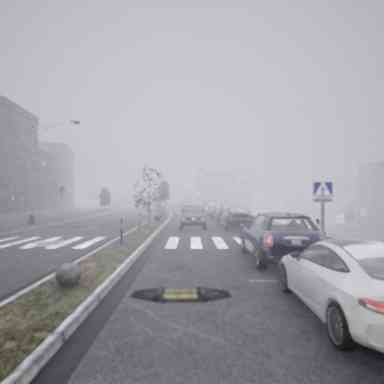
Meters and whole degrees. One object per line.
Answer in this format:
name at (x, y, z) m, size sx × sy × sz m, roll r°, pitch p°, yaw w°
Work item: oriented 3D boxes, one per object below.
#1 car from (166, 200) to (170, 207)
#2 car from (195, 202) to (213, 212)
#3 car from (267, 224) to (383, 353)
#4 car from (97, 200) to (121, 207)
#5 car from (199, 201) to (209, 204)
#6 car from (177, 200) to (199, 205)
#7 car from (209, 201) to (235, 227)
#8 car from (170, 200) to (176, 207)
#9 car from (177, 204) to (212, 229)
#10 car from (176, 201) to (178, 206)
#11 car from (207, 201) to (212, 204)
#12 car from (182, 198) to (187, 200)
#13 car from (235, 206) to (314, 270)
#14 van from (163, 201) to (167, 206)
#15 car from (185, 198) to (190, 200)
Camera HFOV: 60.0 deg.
car at (-4.824, 3.237, 88.597) m, size 2.002 × 1.452 × 4.674 m, roll 0°, pitch -2°, yaw -14°
car at (1.754, 2.224, 50.434) m, size 2.163 × 1.488 × 4.792 m, roll 0°, pitch -1°, yaw -5°
car at (2.992, 1.589, 6.175) m, size 2.002 × 1.452 × 4.674 m, roll 0°, pitch -1°, yaw 0°
car at (-22.164, 3.104, 89.896) m, size 5.566 × 2.045 × 2.435 m, roll 0°, pitch -2°, yaw -15°
car at (2.255, 1.968, 44.731) m, size 2.185 × 1.767 × 4.553 m, roll 0°, pitch -1°, yaw -4°
car at (-0.520, 2.062, 41.559) m, size 1.837 × 1.490 × 4.892 m, roll 0°, pitch -1°, yaw -4°
car at (2.963, 1.806, 28.128) m, size 2.231 × 1.521 × 4.892 m, roll 0°, pitch -1°, yaw 0°
car at (-3.549, 3.032, 83.207) m, size 2.002 × 1.452 × 4.674 m, roll 0°, pitch -2°, yaw -12°
car at (0.073, 1.810, 23.609) m, size 2.033 × 1.411 × 5.357 m, roll 0°, pitch -1°, yaw 0°
car at (-1.316, 2.397, 72.403) m, size 2.435 × 2.045 × 5.566 m, roll 0°, pitch -1°, yaw -10°
car at (2.846, 1.939, 33.674) m, size 2.002 × 1.452 × 4.674 m, roll 0°, pitch -1°, yaw -1°
car at (-0.373, 2.382, 66.871) m, size 2.185 × 1.767 × 4.553 m, roll 0°, pitch -1°, yaw -9°
car at (2.987, 1.483, 11.670) m, size 2.185 × 1.767 × 4.553 m, roll 0°, pitch -1°, yaw 0°
van at (-6.212, 3.203, 94.102) m, size 1.878 × 1.987 × 4.442 m, roll 0°, pitch -2°, yaw -14°
car at (0.473, 2.390, 61.298) m, size 2.231 × 1.521 × 4.892 m, roll 0°, pitch -1°, yaw -7°
